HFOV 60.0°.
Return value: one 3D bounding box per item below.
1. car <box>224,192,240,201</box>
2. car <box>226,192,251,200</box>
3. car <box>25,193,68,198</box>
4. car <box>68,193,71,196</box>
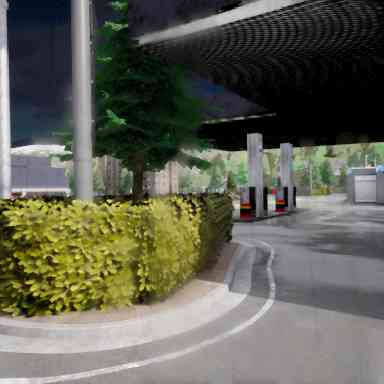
[{"bbox_3d":[7.477,0.850,63.896,5.027,1.636,2.152,-1,1,35],"label":"car"},{"bbox_3d":[9.251,0.811,66.483,4.514,1.523,2.007,-1,1,35],"label":"car"},{"bbox_3d":[-14.743,1.183,33.582,3.866,1.878,1.905,-1,1,35],"label":"car"},{"bbox_3d":[-24.199,1.124,63.874,3.866,1.878,1.905,-1,1,35],"label":"car"}]
